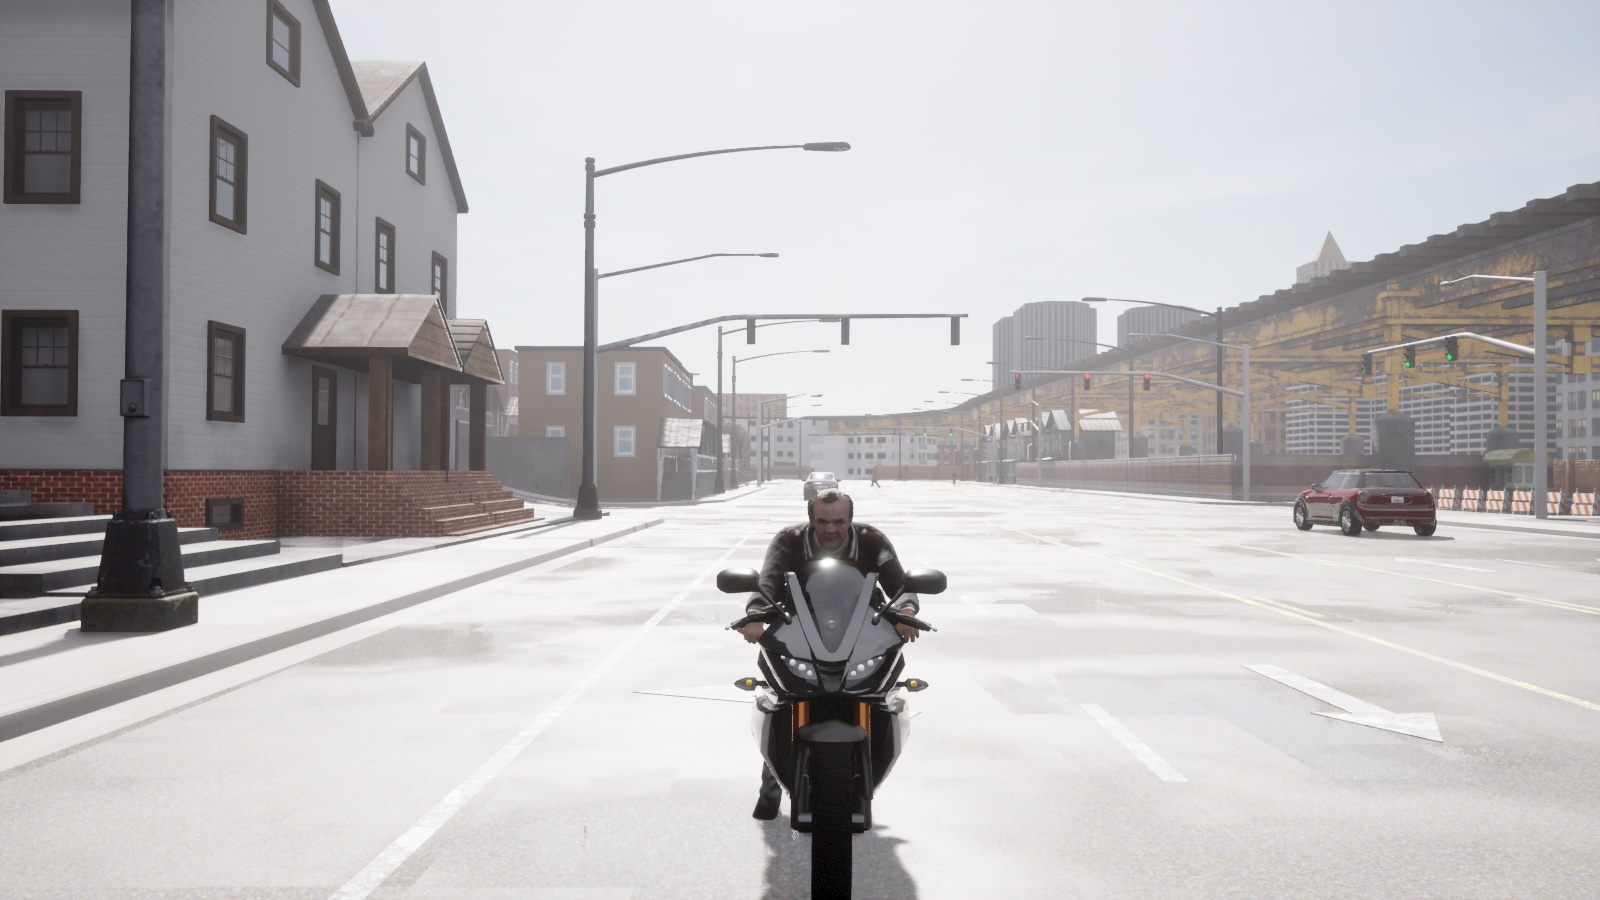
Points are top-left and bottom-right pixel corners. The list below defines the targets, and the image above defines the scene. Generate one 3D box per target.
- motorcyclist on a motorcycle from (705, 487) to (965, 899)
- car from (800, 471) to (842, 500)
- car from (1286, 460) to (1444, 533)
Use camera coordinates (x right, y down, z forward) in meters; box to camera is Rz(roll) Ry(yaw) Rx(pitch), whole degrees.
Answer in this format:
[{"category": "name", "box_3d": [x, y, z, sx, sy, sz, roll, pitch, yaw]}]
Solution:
[{"category": "motorcyclist on a motorcycle", "box_3d": [0.135, 0.938, 5.312, 0.866, 1.530, 2.191, 0, -1, 1]}, {"category": "car", "box_3d": [1.191, 1.906, 68.064, 2.128, 1.511, 4.902, 0, -1, 2]}, {"category": "car", "box_3d": [14.574, 1.162, 32.692, 2.097, 1.767, 4.553, 0, -1, 1]}]
